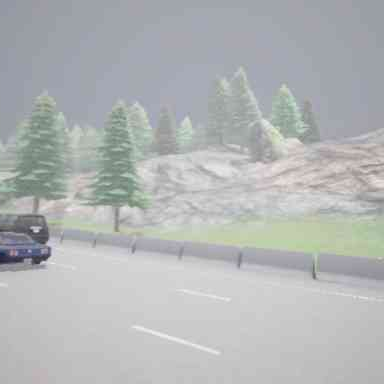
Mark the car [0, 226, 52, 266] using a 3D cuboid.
[{"bbox_3d":[-8.058,2.337,14.009,4.718,1.301,1.895,0,-5,35],"label":"car"}]

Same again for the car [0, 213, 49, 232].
[{"bbox_3d":[-11.029,2.287,20.415,5.566,2.045,2.150,0,-5,35],"label":"car"}]
